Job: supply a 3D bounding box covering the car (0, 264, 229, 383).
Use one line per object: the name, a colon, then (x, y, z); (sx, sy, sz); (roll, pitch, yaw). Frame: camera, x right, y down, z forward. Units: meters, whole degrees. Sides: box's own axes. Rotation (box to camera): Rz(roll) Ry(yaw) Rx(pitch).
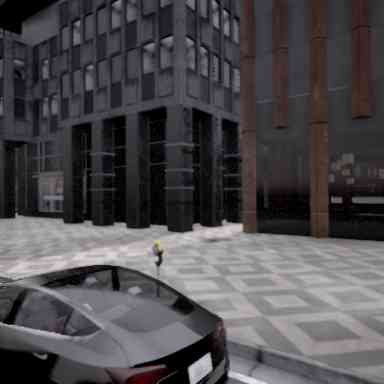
car: (-1.618, 1.600, 4.116); (4.313, 1.339, 1.947); (-1, 0, 35)
